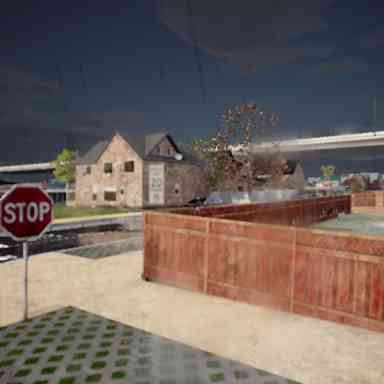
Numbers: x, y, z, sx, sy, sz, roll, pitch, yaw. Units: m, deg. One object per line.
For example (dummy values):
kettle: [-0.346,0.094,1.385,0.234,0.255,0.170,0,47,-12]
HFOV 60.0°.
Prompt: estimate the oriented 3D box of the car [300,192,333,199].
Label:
car: [14.985,0.816,39.826,1.812,1.442,4.674,0,1,37]

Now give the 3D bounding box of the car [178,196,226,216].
car: [0.860,1.114,25.750,1.837,1.490,4.892,0,1,37]

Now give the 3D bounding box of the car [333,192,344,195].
car: [21.072,0.669,48.047,2.033,1.411,5.357,0,1,37]

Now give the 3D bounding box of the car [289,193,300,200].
car: [14.129,0.819,43.395,1.994,1.385,4.181,0,1,37]
